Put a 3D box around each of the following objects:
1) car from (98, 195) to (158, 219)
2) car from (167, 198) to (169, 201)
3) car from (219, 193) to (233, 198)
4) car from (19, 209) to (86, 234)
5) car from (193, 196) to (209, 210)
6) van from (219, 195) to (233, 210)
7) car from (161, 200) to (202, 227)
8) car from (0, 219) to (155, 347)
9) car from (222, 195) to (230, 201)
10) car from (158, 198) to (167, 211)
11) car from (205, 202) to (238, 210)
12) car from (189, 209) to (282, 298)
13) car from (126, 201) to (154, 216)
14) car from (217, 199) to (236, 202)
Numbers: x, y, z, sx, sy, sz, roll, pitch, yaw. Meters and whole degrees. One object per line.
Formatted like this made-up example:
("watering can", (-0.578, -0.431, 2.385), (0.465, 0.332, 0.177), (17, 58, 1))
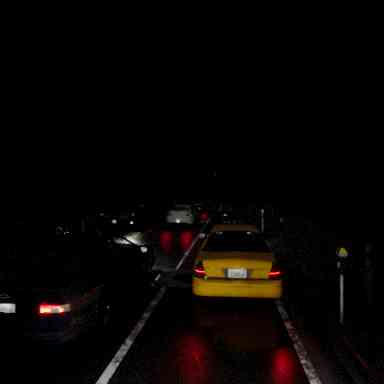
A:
("car", (-3.920, 1.234, 20.708), (2.150, 2.045, 5.566), (0, 0, 6))
("car", (-3.998, 1.463, 44.463), (1.967, 1.590, 4.097), (0, 0, 6))
("car", (3.903, 1.327, 38.082), (2.192, 1.841, 5.009), (0, 0, 6))
("car", (-6.892, 1.580, 16.989), (1.947, 1.339, 4.313), (0, 0, 6))
("car", (1.085, 1.506, 37.694), (2.128, 1.511, 4.902), (0, 0, 6))
("van", (4.482, 1.355, 43.575), (1.690, 1.788, 3.998), (0, 0, 6))
("car", (-0.610, 1.535, 22.533), (1.812, 1.442, 4.674), (0, 0, 6))
("car", (-2.163, 1.553, 6.820), (2.033, 1.411, 5.357), (0, 0, 6))
("car", (8.796, 1.494, 87.253), (1.967, 1.590, 4.097), (0, 0, 5))
("car", (-4.577, 1.587, 38.968), (1.947, 1.339, 4.313), (0, 0, 6))
("car", (2.167, 1.557, 21.602), (2.008, 1.369, 4.403), (0, 0, 6))
("car", (1.090, 1.459, 8.595), (1.801, 1.575, 5.366), (0, 0, 6))
("car", (-5.155, 1.601, 33.474), (1.802, 1.307, 4.206), (0, 0, 6))
("car", (2.746, 1.559, 27.095), (2.008, 1.369, 4.403), (0, 0, 6))
